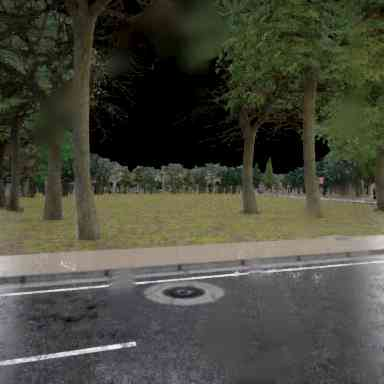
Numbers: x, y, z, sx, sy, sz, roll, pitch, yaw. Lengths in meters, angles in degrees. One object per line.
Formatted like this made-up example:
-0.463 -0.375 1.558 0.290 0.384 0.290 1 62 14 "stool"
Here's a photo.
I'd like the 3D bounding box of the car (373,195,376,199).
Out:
44.754 1.295 79.771 1.895 1.301 4.718 0 0 4 "car"
